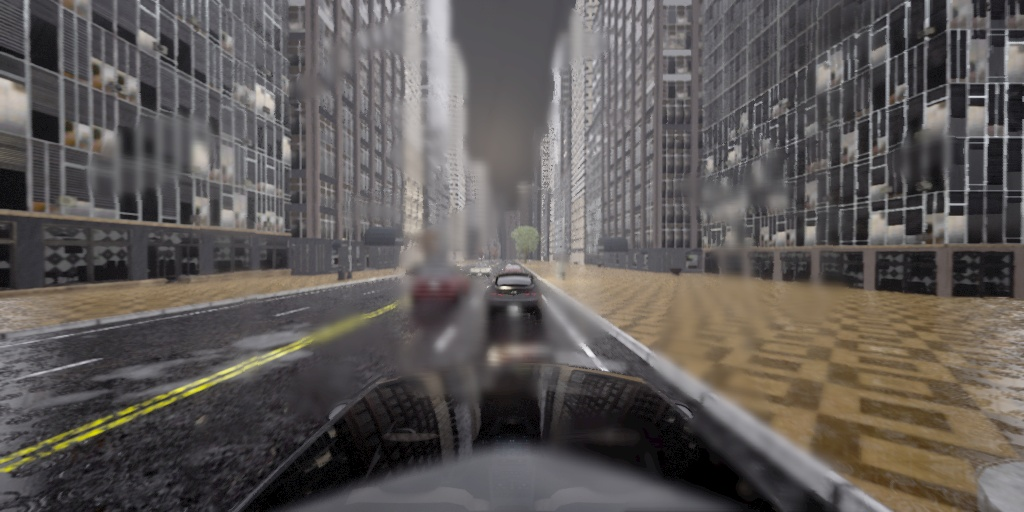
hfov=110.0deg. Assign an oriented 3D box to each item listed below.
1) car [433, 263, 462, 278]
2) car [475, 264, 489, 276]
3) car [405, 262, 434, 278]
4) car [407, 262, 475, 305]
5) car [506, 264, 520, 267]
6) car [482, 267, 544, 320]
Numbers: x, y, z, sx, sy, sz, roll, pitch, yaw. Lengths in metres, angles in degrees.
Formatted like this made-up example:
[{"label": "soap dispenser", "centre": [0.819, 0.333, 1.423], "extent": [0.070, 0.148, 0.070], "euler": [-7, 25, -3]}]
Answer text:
[{"label": "car", "centre": [-6.597, 1.488, 37.436], "extent": [2.033, 1.411, 5.357], "euler": [0, 0, 0]}, {"label": "car", "centre": [-3.152, 1.545, 38.161], "extent": [1.895, 1.301, 4.718], "euler": [0, 0, 0]}, {"label": "car", "centre": [-9.842, 1.450, 38.444], "extent": [1.837, 1.490, 4.892], "euler": [0, 0, 0]}, {"label": "car", "centre": [-3.154, 1.181, 16.734], "extent": [2.097, 1.767, 4.553], "euler": [0, 0, 0]}, {"label": "car", "centre": [0.099, 1.470, 34.065], "extent": [2.033, 1.411, 5.357], "euler": [0, 0, 0]}, {"label": "car", "centre": [0.093, 1.317, 12.944], "extent": [1.837, 1.490, 4.892], "euler": [0, 0, 0]}]
